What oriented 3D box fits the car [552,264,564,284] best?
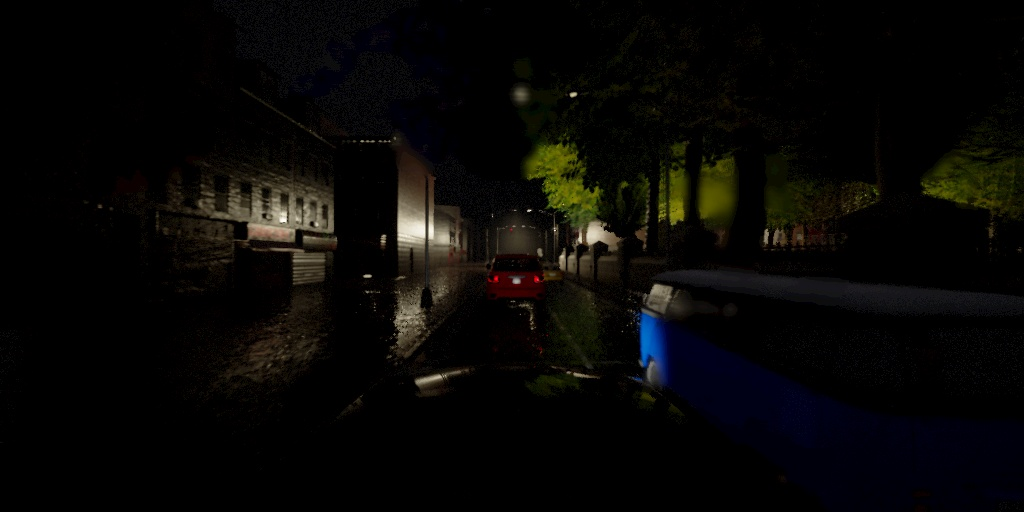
[{"bbox_3d":[2.641,1.161,25.677,1.751,1.417,4.829,0,0,0],"label":"car"}]

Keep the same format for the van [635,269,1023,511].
[{"bbox_3d":[2.638,1.081,3.710,1.690,1.789,3.998,0,0,0],"label":"van"}]

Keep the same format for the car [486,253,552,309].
[{"bbox_3d":[0.108,0.909,14.700,2.150,2.045,5.566,0,1,-1],"label":"car"}]
